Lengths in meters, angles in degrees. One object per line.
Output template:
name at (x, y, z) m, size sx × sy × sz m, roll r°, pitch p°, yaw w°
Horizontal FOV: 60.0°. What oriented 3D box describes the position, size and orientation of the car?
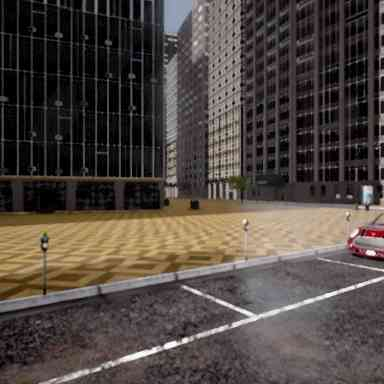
car at (7.340, 1.419, 11.794) m, size 4.097 × 1.590 × 1.967 m, roll 0°, pitch 0°, yaw -36°
